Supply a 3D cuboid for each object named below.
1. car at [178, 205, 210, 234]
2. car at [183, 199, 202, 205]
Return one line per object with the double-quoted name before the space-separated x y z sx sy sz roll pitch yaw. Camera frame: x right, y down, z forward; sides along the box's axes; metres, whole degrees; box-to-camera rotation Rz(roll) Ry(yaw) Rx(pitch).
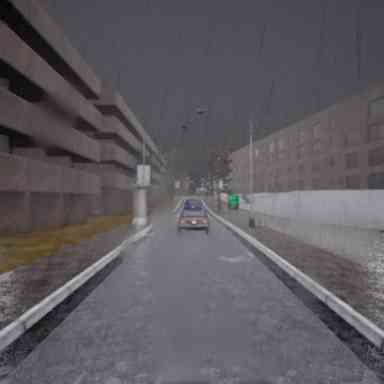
"car" 0.105 1.705 20.215 2.033 1.411 5.357 0 -1 0
"car" 0.109 1.885 41.723 2.150 2.045 5.566 0 -1 0
